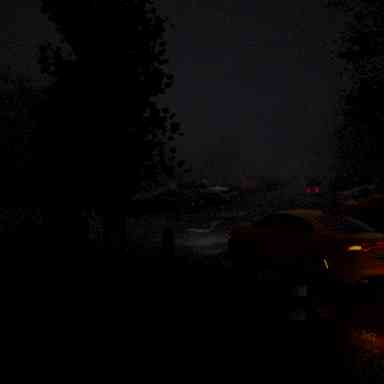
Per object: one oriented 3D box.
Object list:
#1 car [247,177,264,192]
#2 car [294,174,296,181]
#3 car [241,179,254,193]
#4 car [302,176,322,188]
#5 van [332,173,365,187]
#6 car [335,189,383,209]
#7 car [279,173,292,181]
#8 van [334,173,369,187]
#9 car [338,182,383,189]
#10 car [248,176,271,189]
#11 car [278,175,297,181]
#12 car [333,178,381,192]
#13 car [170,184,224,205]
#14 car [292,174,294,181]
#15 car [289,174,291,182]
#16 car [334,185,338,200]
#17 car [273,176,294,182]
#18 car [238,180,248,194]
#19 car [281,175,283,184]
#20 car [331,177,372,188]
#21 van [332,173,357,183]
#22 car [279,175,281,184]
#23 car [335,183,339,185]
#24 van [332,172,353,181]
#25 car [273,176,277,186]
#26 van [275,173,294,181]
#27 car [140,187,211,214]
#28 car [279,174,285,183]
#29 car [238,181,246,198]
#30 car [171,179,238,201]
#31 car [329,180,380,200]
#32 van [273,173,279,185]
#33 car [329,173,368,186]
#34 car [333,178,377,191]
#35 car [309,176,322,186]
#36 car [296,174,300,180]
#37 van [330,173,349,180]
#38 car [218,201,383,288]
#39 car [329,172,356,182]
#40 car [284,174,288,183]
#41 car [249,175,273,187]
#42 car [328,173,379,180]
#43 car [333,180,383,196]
[{"bbox_3d":[5.725,-0.721,41.200,5.366,1.575,1.946,0,4,22],"label":"car"},{"bbox_3d":[21.558,-3.169,79.495,5.008,1.535,2.097,0,3,22],"label":"car"},{"bbox_3d":[3.584,-0.344,35.959,5.366,1.575,1.946,0,4,22],"label":"car"},{"bbox_3d":[17.913,-1.390,49.025,2.128,1.511,4.902,0,3,22],"label":"car"},{"bbox_3d":[24.102,-1.867,51.419,4.442,1.987,1.878,0,3,22],"label":"van"},{"bbox_3d":[9.626,0.835,15.683,5.008,1.535,2.097,0,4,22],"label":"car"},{"bbox_3d":[18.248,-2.689,71.865,5.366,1.575,1.946,0,3,22],"label":"car"},{"bbox_3d":[23.272,-1.704,48.770,4.442,1.987,1.878,0,3,22],"label":"van"},{"bbox_3d":[10.703,0.525,18.221,4.553,1.767,2.185,0,4,22],"label":"car"},{"bbox_3d":[7.069,-0.890,43.510,5.366,1.575,1.946,0,4,22],"label":"car"},{"bbox_3d":[25.772,-3.755,89.724,4.792,1.488,2.163,0,3,22],"label":"car"},{"bbox_3d":[19.064,-0.793,38.701,4.792,1.488,2.163,0,4,22],"label":"car"},{"bbox_3d":[-0.428,0.402,25.630,5.008,1.535,2.097,0,4,22],"label":"car"},{"bbox_3d":[20.484,-3.133,76.932,4.553,1.767,2.185,0,3,22],"label":"car"},{"bbox_3d":[17.366,-2.522,69.232,4.892,1.521,2.231,0,3,22],"label":"car"},{"bbox_3d":[11.648,0.503,20.698,4.792,1.488,2.163,0,4,22],"label":"car"},{"bbox_3d":[22.614,-3.291,82.060,4.674,1.452,2.002,0,3,22],"label":"car"},{"bbox_3d":[2.715,-0.153,33.323,4.892,1.521,2.231,0,4,22],"label":"car"},{"bbox_3d":[13.154,-1.848,58.979,4.792,1.488,2.163,0,3,22],"label":"car"},{"bbox_3d":[22.127,-1.319,46.265,5.008,1.535,2.097,0,3,22],"label":"car"},{"bbox_3d":[30.638,-2.839,66.808,4.442,1.987,1.878,0,3,22],"label":"van"},{"bbox_3d":[12.106,-1.687,56.413,4.792,1.488,2.163,0,3,22],"label":"car"},{"bbox_3d":[12.718,0.328,23.247,4.674,1.452,2.002,0,4,22],"label":"car"},{"bbox_3d":[34.821,-3.484,77.049,4.442,1.987,1.878,0,3,22],"label":"van"},{"bbox_3d":[10.065,-1.363,51.259,4.792,1.488,2.163,0,3,22],"label":"car"},{"bbox_3d":[23.547,-3.718,84.656,4.442,1.987,1.878,0,3,22],"label":"van"},{"bbox_3d":[-1.507,0.617,23.081,4.792,1.488,2.163,0,4,22],"label":"car"},{"bbox_3d":[14.202,-2.010,61.545,4.792,1.488,2.163,0,3,22],"label":"car"},{"bbox_3d":[1.833,0.029,30.690,5.366,1.575,1.946,0,4,22],"label":"car"},{"bbox_3d":[0.635,-0.034,28.169,5.566,2.045,2.435,0,4,22],"label":"car"},{"bbox_3d":[13.593,0.099,25.872,5.366,1.575,1.946,0,4,22],"label":"car"},{"bbox_3d":[11.189,-1.779,53.778,4.442,1.987,1.878,0,3,22],"label":"van"},{"bbox_3d":[25.229,-2.053,53.943,5.566,2.045,2.435,0,3,22],"label":"car"},{"bbox_3d":[20.060,-0.958,41.140,4.792,1.488,2.163,0,4,22],"label":"car"},{"bbox_3d":[21.800,-2.002,58.541,1.882,1.535,5.008,0,3,22],"label":"car"},{"bbox_3d":[24.728,-3.904,87.166,5.566,2.045,2.435,0,3,22],"label":"car"},{"bbox_3d":[38.734,-4.050,87.251,4.442,1.987,1.878,0,3,22],"label":"van"},{"bbox_3d":[2.780,1.189,8.574,1.882,1.535,5.008,0,1,-24],"label":"car"},{"bbox_3d":[33.640,-3.349,74.542,5.566,2.045,2.435,0,3,22],"label":"car"},{"bbox_3d":[15.105,-2.205,64.168,5.366,1.575,1.946,0,3,22],"label":"car"},{"bbox_3d":[9.017,-1.354,48.687,4.553,1.767,2.185,0,4,22],"label":"car"},{"bbox_3d":[15.876,-0.518,30.892,5.566,2.045,2.435,0,4,22],"label":"car"},{"bbox_3d":[16.874,-0.423,33.490,4.792,1.488,2.163,0,4,22],"label":"car"}]
